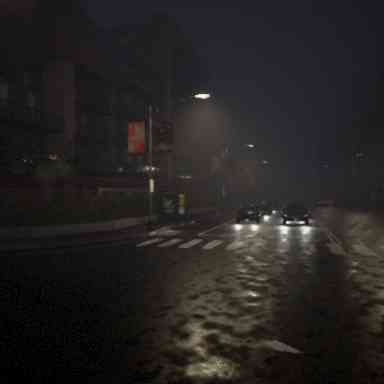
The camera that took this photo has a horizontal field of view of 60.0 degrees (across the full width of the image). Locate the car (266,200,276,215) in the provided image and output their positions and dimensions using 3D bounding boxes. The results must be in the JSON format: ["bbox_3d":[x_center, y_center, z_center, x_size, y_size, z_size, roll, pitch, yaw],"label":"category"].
[{"bbox_3d":[7.763,1.800,36.418,1.994,1.385,4.181,-1,-1,19],"label":"car"}]

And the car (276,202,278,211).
[{"bbox_3d":[10.772,1.850,45.975,1.994,1.385,4.181,-1,-1,17],"label":"car"}]

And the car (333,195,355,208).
[{"bbox_3d":[23.480,1.421,51.336,2.150,2.045,5.566,-1,-1,14],"label":"car"}]

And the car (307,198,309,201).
[{"bbox_3d":[21.934,1.857,62.170,2.033,1.411,5.357,-1,0,6],"label":"car"}]

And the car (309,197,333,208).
[{"bbox_3d":[20.045,1.733,52.028,2.128,1.511,4.902,-1,-1,14],"label":"car"}]

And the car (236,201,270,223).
[{"bbox_3d":[4.952,1.737,27.613,2.033,1.411,5.357,-1,-1,18],"label":"car"}]

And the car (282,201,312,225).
[{"bbox_3d":[8.065,1.668,25.839,1.812,1.442,4.674,-1,0,18],"label":"car"}]

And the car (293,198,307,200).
[{"bbox_3d":[13.949,1.744,44.401,1.837,1.490,4.892,-1,-1,18],"label":"car"}]

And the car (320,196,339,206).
[{"bbox_3d":[25.403,1.621,61.713,2.097,1.767,4.553,-1,0,6],"label":"car"}]
